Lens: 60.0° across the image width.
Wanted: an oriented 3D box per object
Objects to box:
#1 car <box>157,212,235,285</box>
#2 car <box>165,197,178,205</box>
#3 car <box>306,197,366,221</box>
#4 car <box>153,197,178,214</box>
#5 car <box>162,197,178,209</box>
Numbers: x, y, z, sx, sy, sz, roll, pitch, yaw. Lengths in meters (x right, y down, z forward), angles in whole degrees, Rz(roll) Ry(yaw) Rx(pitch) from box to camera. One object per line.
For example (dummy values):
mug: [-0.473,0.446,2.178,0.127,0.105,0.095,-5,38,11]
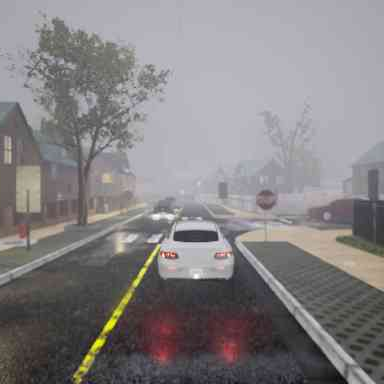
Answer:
car: [0.097,1.513,9.293,1.812,1.442,4.674,0,0,0]
car: [-3.617,1.497,58.074,1.994,1.385,4.181,0,0,-9]
car: [10.590,1.155,23.309,5.008,1.535,1.882,-1,0,-3]
car: [-2.851,1.502,34.539,1.994,1.385,4.181,0,0,0]
car: [-2.899,1.444,44.550,1.812,1.442,4.674,0,0,1]
